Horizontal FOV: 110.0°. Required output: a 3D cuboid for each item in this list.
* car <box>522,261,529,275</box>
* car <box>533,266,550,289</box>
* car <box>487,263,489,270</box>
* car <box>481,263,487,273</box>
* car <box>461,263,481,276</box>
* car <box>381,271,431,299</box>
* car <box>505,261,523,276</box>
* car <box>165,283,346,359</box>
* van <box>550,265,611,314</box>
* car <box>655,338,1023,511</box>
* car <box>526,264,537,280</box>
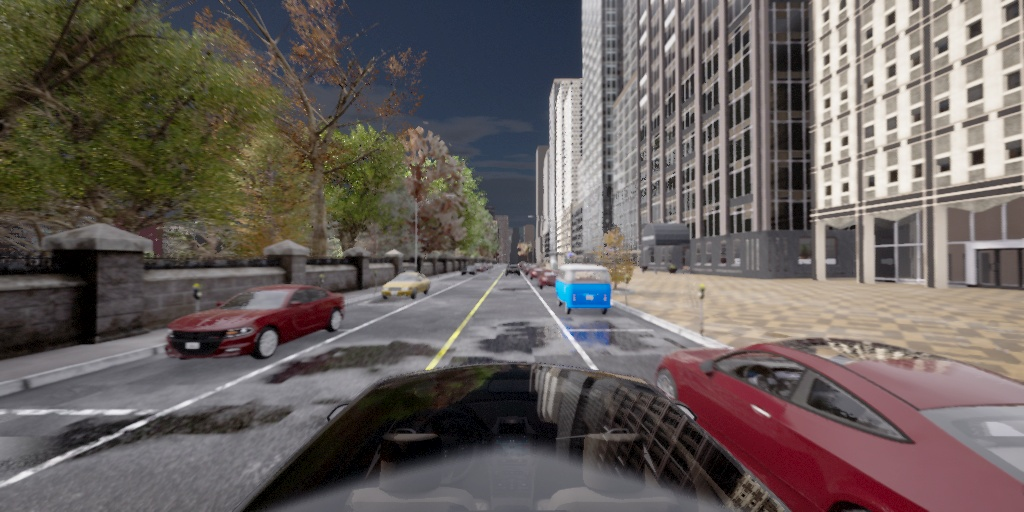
[{"bbox_3d":[2.688,1.780,48.050,1.967,1.591,4.097,0,0,0],"label":"car"},{"bbox_3d":[2.688,1.630,25.523,1.802,1.307,4.207,0,0,0],"label":"car"},{"bbox_3d":[-5.693,2.140,64.943,1.948,1.339,4.313,0,0,0],"label":"car"},{"bbox_3d":[-5.693,1.934,59.312,1.967,1.591,4.097,0,0,0],"label":"car"},{"bbox_3d":[-5.693,1.907,48.050,1.948,1.339,4.313,0,0,0],"label":"car"},{"bbox_3d":[-5.692,1.503,19.722,1.751,1.417,4.829,0,0,0],"label":"car"},{"bbox_3d":[0.104,1.831,47.449,1.837,1.490,4.892,0,-3,-1],"label":"car"},{"bbox_3d":[-5.692,1.381,8.628,1.888,1.381,4.507,0,0,0],"label":"car"},{"bbox_3d":[2.688,1.246,14.261,1.690,1.789,3.998,0,0,0],"label":"van"},{"bbox_3d":[2.689,1.348,2.996,1.802,1.307,4.207,0,0,0],"label":"car"},{"bbox_3d":[2.688,1.776,36.787,1.802,1.307,4.207,0,0,0],"label":"car"}]
